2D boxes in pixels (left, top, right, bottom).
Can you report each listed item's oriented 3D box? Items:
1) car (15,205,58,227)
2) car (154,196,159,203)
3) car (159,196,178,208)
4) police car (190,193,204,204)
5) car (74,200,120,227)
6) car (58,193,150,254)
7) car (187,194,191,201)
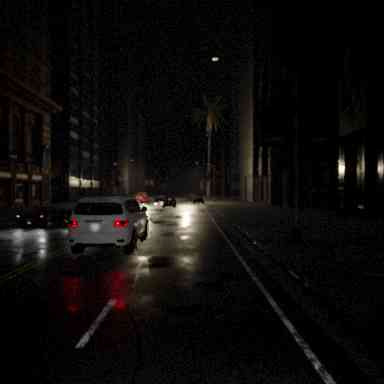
[{"bbox_3d":[-9.846,1.559,22.335,1.895,1.301,4.718,0,0,0],"label":"car"},{"bbox_3d":[-6.489,1.487,66.951,1.895,1.301,4.718,0,0,0],"label":"car"},{"bbox_3d":[-3.142,1.462,47.774,2.033,1.411,5.357,0,0,0],"label":"car"},{"bbox_3d":[1.148,1.325,59.867,1.930,1.638,5.238,0,0,0],"label":"police car"},{"bbox_3d":[-6.594,1.434,23.665,1.882,1.535,5.008,0,0,0],"label":"car"},{"bbox_3d":[-3.148,1.196,13.493,2.150,2.045,5.566,0,0,0],"label":"car"},{"bbox_3d":[0.014,1.120,77.922,2.097,1.767,4.553,0,0,0],"label":"car"}]
